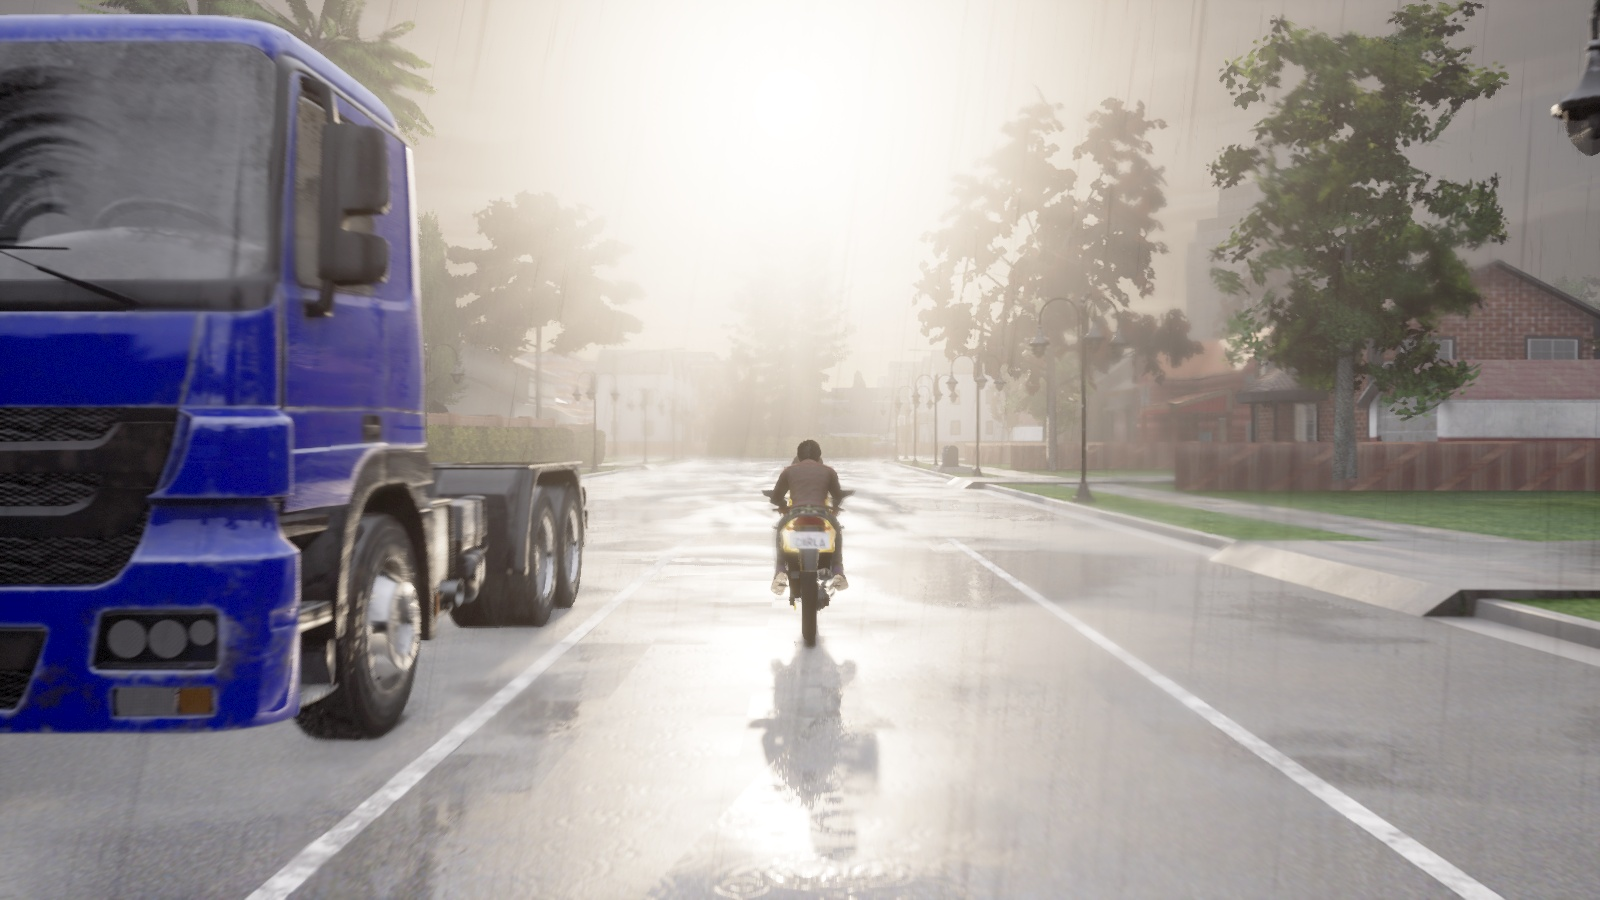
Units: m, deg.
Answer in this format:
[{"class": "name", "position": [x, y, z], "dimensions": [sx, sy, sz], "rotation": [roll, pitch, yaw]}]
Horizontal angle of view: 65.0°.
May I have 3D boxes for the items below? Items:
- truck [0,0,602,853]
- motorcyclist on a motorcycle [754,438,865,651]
[{"class": "truck", "position": [-3.436, -0.286, 8.546], "dimensions": [2.891, 3.462, 7.936], "rotation": [0, 0, 0]}, {"class": "motorcyclist on a motorcycle", "position": [0.072, 0.672, 10.039], "dimensions": [0.797, 1.523, 2.044], "rotation": [0, 0, 0]}]
